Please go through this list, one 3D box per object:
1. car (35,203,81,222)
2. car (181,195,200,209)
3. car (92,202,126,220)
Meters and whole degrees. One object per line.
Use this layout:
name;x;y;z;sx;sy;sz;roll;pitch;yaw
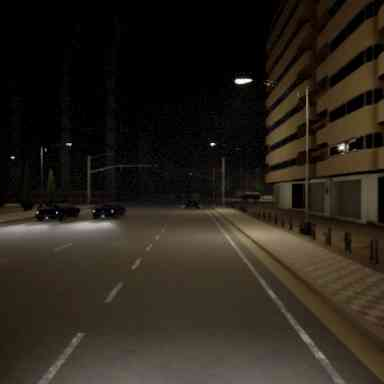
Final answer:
car;-10.477;1.566;26.259;1.895;1.301;4.718;0;0;1
car;-0.025;1.487;45.433;2.128;1.511;4.902;0;0;-1
car;-6.955;1.577;28.250;1.895;1.301;4.718;0;0;1
